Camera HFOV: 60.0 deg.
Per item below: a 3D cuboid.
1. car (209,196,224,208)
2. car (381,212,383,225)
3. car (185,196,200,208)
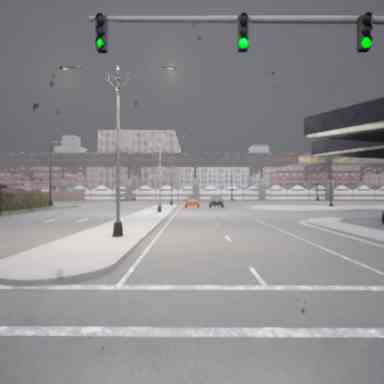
[{"bbox_3d":[3.599,1.396,49.746,2.097,1.767,4.553,0,0,1],"label":"car"},{"bbox_3d":[13.210,1.313,19.519,2.242,1.667,4.611,0,0,0],"label":"car"},{"bbox_3d":[0.052,1.395,49.739,2.097,1.767,4.553,0,0,0],"label":"car"}]
